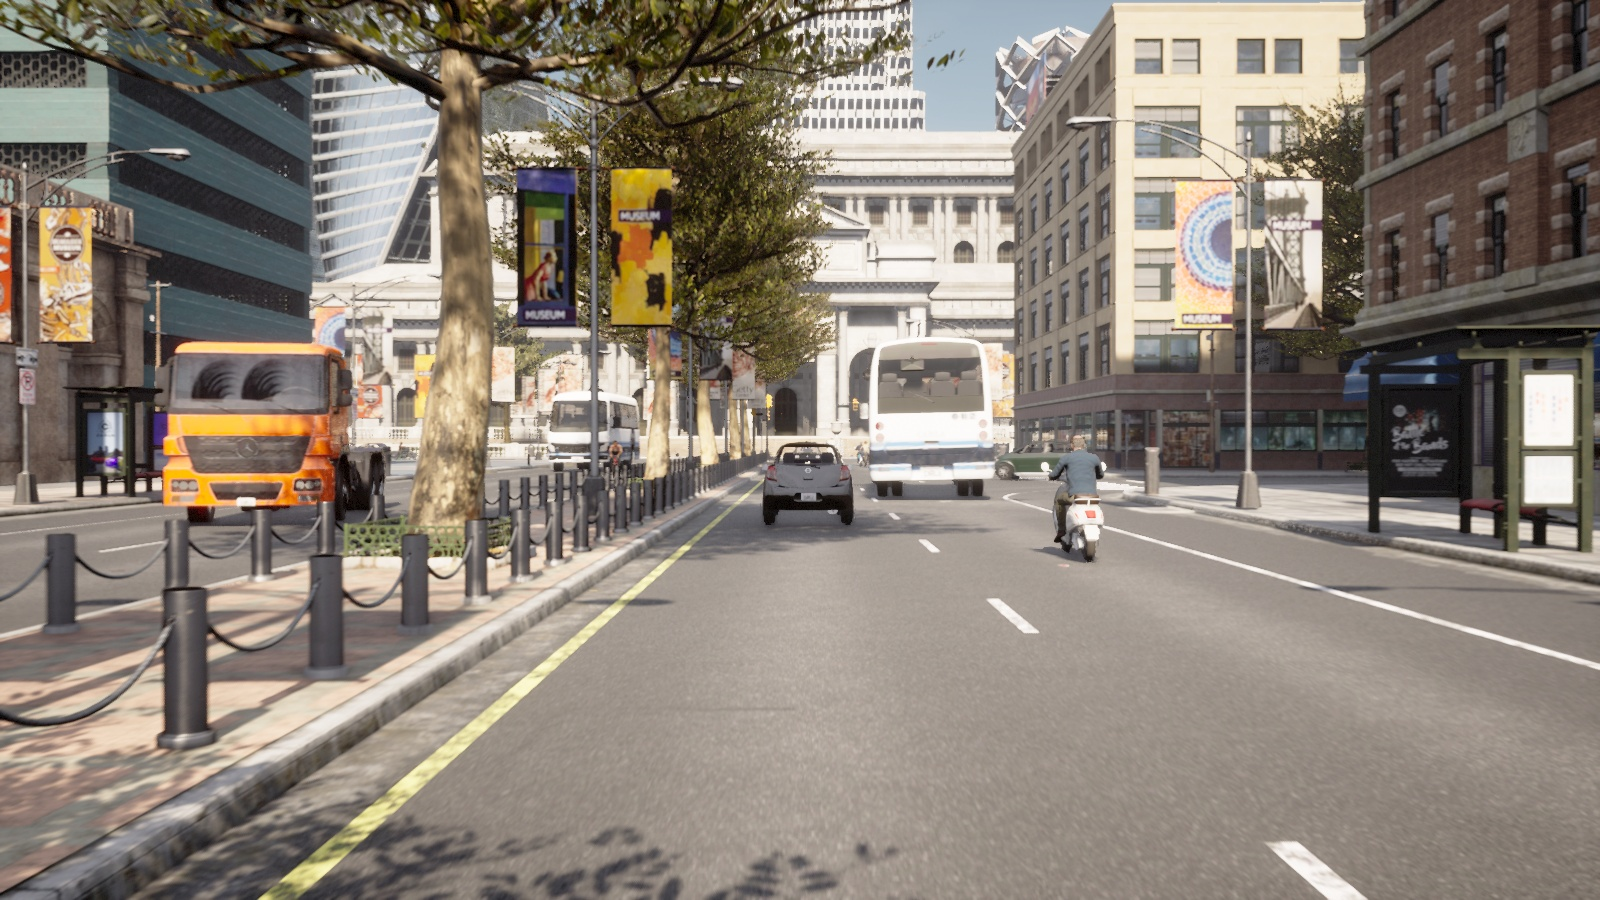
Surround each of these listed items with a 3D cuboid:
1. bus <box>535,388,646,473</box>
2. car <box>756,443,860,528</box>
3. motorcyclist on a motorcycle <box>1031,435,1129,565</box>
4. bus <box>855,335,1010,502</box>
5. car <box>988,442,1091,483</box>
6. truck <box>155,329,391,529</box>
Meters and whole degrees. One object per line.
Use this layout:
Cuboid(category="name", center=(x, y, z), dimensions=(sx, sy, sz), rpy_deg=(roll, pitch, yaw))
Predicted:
Cuboid(category="bus", center=(-11.191, -1.025, 68.317), dimensions=(3.944, 4.253, 10.273), rpy_deg=(0, 0, 2))
Cuboid(category="car", center=(0.152, 0.624, 24.131), dimensions=(1.845, 1.501, 3.633), rpy_deg=(0, 0, 0))
Cuboid(category="motorcyclist on a motorcycle", center=(3.608, 0.611, 16.340), dimensions=(0.866, 1.590, 1.817), rpy_deg=(0, 0, 0))
Cuboid(category="bus", center=(3.867, -0.840, 37.874), dimensions=(3.944, 4.253, 10.273), rpy_deg=(-1, 0, 5))
Cuboid(category="car", center=(9.438, 0.454, 49.508), dimensions=(3.705, 1.549, 1.789), rpy_deg=(0, 1, 23))
Cuboid(category="truck", center=(-10.487, -0.390, 25.914), dimensions=(2.891, 3.462, 7.936), rpy_deg=(0, 0, -11))
